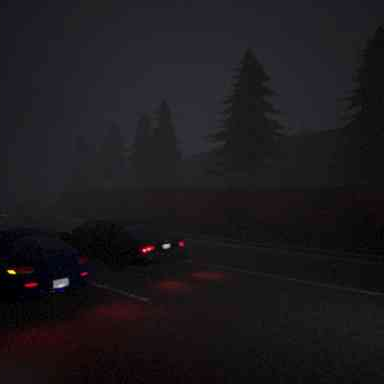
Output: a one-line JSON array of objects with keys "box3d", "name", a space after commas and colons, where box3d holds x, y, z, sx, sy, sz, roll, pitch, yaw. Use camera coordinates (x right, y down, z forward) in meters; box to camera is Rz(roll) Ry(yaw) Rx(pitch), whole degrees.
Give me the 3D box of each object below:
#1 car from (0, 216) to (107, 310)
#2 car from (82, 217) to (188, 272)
[{"box3d": [-4.159, 1.498, 7.608, 4.674, 1.442, 1.812, 0, 0, 40], "name": "car"}, {"box3d": [-2.566, 1.525, 10.770, 5.357, 1.411, 2.033, 0, 0, 42], "name": "car"}]
